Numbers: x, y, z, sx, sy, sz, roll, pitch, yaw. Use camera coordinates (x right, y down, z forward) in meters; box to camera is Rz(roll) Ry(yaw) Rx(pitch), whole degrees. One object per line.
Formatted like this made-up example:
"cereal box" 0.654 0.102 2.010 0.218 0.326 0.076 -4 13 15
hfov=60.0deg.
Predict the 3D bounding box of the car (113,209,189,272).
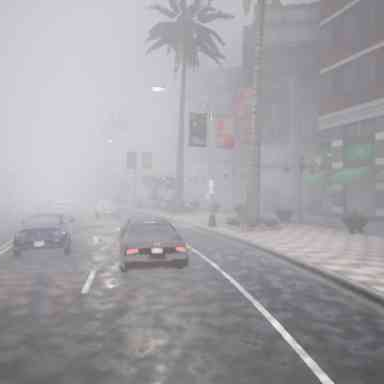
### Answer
"car" -1.426 1.508 10.769 2.033 1.411 5.357 0 0 -13

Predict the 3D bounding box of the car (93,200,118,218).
"car" -7.525 1.433 29.016 1.812 1.442 4.674 0 0 -20

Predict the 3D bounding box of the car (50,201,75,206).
"car" -10.895 1.448 28.037 1.812 1.442 4.674 0 0 -20

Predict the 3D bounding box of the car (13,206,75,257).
"car" -5.607 1.492 12.919 1.812 1.442 4.674 0 0 -17
